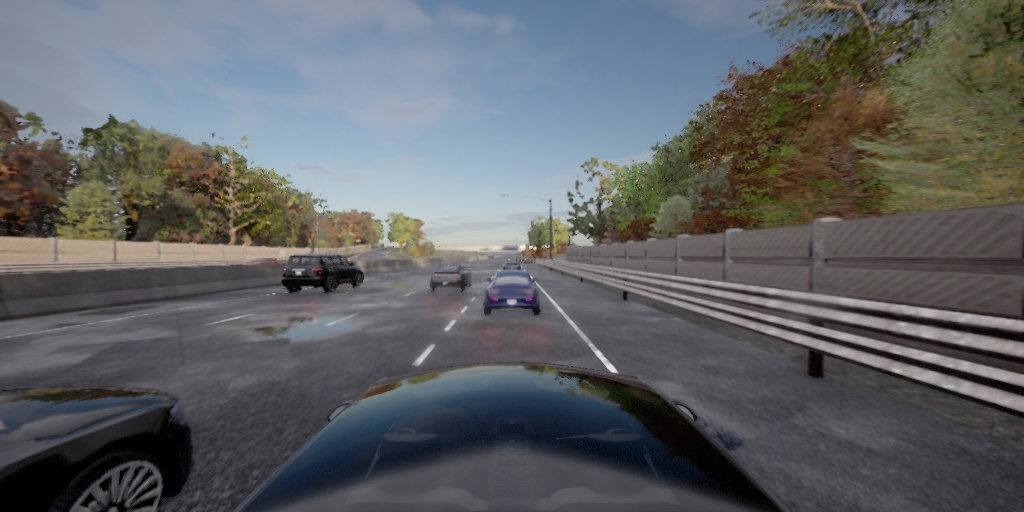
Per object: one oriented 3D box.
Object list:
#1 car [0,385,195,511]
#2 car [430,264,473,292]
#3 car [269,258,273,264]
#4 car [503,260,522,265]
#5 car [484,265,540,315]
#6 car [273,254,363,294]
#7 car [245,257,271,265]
[{"bbox_3d":[-3.400,1.245,0.779,2.128,1.511,4.902,0,0,0],"label":"car"},{"bbox_3d":[-3.392,1.184,20.621,2.128,1.511,4.902,0,0,0],"label":"car"},{"bbox_3d":[-28.038,1.156,45.656,1.837,1.490,4.892,0,0,0],"label":"car"},{"bbox_3d":[0.010,1.149,39.267,2.128,1.511,4.902,0,0,0],"label":"car"},{"bbox_3d":[0.003,1.238,13.303,1.812,1.442,4.674,0,0,0],"label":"car"},{"bbox_3d":[-10.396,0.916,20.145,2.150,2.045,5.566,0,0,0],"label":"car"},{"bbox_3d":[-31.539,1.006,45.379,2.097,1.767,4.553,0,0,0],"label":"car"}]
